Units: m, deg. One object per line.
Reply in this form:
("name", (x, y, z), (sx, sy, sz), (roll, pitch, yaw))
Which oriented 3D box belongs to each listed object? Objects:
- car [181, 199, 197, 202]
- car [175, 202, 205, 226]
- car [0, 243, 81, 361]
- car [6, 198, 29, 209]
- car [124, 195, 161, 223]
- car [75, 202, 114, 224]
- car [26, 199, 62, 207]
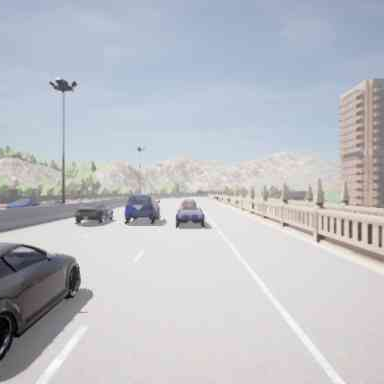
("car", (-0.326, 1.527, 40.283), (1.994, 1.385, 4.181), (0, 0, -1))
("car", (-0.131, 1.580, 22.908), (1.895, 1.301, 4.718), (0, 0, -1))
("car", (-3.458, 1.561, 5.768), (1.994, 1.385, 4.181), (0, 0, 0))
("car", (-17.914, 1.458, 35.593), (1.882, 1.535, 5.008), (0, 0, 0))
("car", (-3.657, 1.201, 25.182), (2.150, 2.045, 5.566), (0, 0, -1))
("car", (-7.152, 1.487, 24.716), (1.837, 1.490, 4.892), (0, 0, -1))
("car", (-14.409, 1.527, 34.087), (2.033, 1.411, 5.357), (0, 0, 0))
